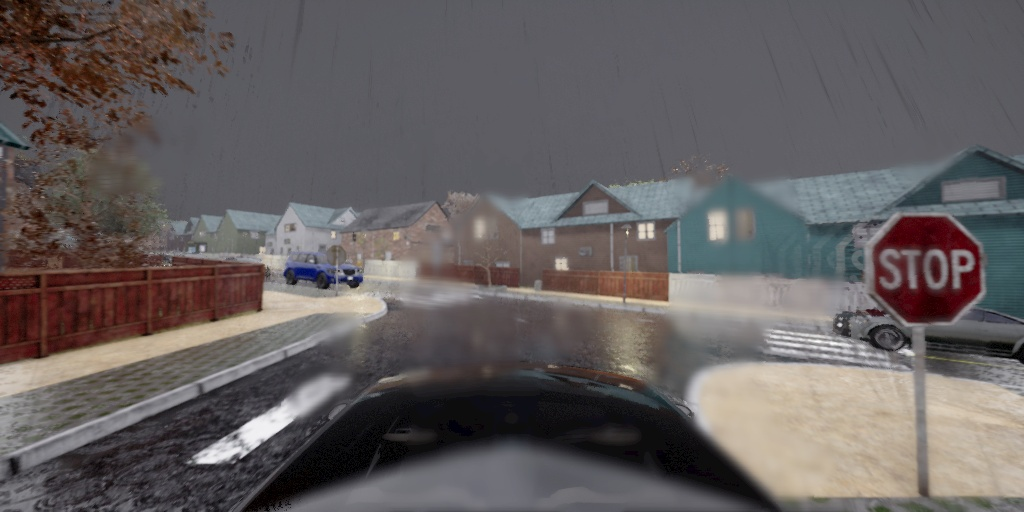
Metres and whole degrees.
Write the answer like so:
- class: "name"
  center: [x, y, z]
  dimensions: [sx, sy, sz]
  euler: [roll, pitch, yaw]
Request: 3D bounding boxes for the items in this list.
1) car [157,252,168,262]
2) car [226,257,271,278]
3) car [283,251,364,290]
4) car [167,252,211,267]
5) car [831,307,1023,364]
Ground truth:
- class: "car"
  center: [-43.331, 0.214, 44.821]
  dimensions: [4.674, 1.442, 1.812]
  euler: [2, -1, 32]
- class: "car"
  center: [-19.844, 0.818, 26.648]
  dimensions: [4.892, 1.490, 1.837]
  euler: [2, -1, 32]
- class: "car"
  center: [-11.229, 0.802, 21.240]
  dimensions: [5.566, 2.045, 2.150]
  euler: [2, -1, 32]
- class: "car"
  center: [-28.455, 0.532, 32.063]
  dimensions: [5.008, 1.535, 1.882]
  euler: [2, -1, 32]
- class: "car"
  center: [11.685, 1.964, 9.924]
  dimensions: [4.181, 1.385, 1.994]
  euler: [2, -1, 28]
